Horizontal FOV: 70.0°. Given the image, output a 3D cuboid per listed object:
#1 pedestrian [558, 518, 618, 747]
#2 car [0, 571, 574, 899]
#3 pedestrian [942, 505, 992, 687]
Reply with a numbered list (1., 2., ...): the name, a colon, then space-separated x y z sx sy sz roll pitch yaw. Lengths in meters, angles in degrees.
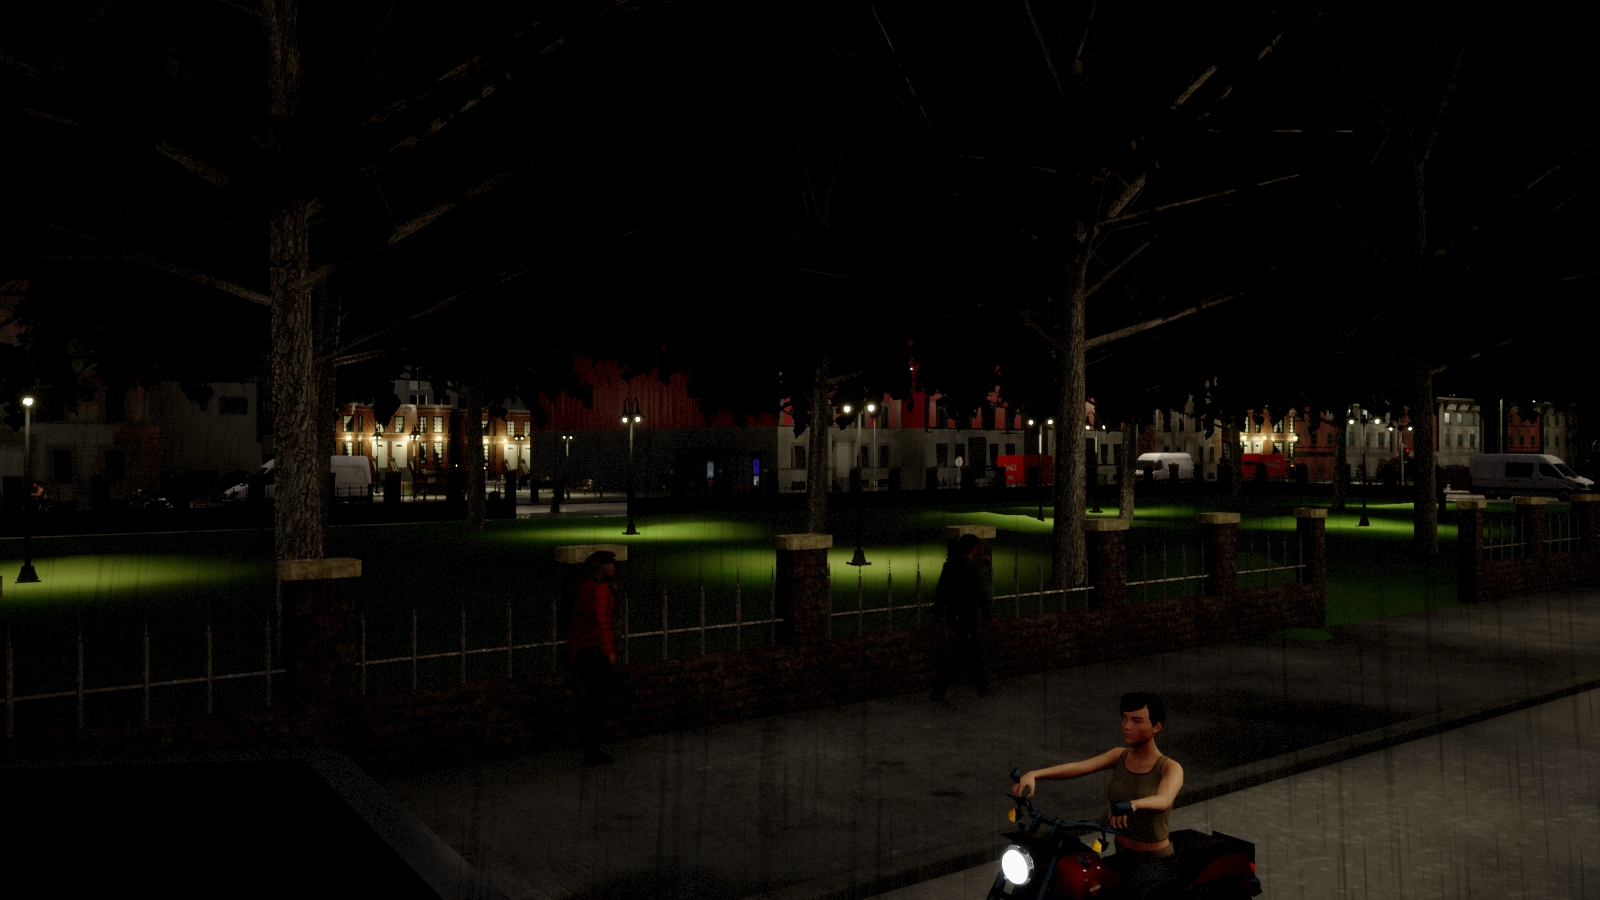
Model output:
1. pedestrian: -1.796 1.523 9.687 0.375 1.860 0.375 0 0 -35
2. car: -3.767 1.534 1.768 6.274 2.098 2.390 0 0 -35
3. pedestrian: 1.767 1.521 12.097 0.375 1.860 0.375 0 0 -34
